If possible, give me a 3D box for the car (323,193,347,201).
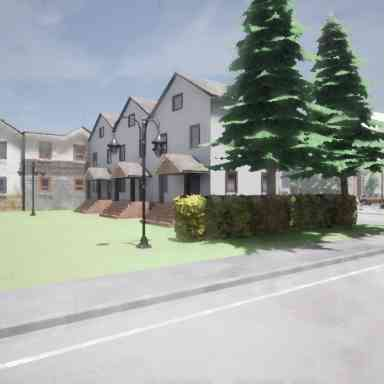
[{"bbox_3d":[32.093,1.097,74.708,1.932,1.855,4.605,0,0,-36],"label":"car"}]

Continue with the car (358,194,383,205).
[{"bbox_3d":[27.228,1.097,49.253,1.932,1.855,4.605,0,0,-36],"label":"car"}]
